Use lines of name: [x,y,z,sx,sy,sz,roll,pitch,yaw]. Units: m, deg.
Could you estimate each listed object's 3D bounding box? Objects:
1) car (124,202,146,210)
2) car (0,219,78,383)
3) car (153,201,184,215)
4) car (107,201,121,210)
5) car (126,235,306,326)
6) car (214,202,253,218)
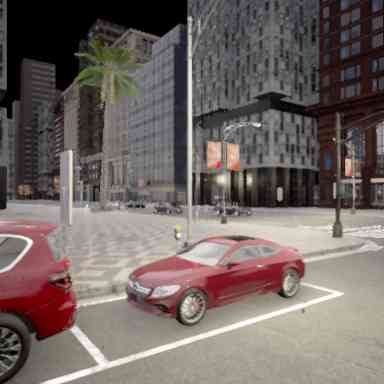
car: [-9.243,2.202,54.081,1.895,1.301,4.718,0,-1,-34]
car: [-3.897,1.309,3.757,5.009,1.841,2.192,0,0,-35]
car: [-2.821,1.893,38.927,1.837,1.490,4.892,0,-1,-35]
car: [-13.199,2.197,54.138,1.812,1.442,4.674,0,-1,-35]
car: [0.694,1.605,7.030,4.206,1.307,1.802,0,0,-35]
car: [4.221,1.818,34.438,1.837,1.490,4.892,0,-1,-35]
